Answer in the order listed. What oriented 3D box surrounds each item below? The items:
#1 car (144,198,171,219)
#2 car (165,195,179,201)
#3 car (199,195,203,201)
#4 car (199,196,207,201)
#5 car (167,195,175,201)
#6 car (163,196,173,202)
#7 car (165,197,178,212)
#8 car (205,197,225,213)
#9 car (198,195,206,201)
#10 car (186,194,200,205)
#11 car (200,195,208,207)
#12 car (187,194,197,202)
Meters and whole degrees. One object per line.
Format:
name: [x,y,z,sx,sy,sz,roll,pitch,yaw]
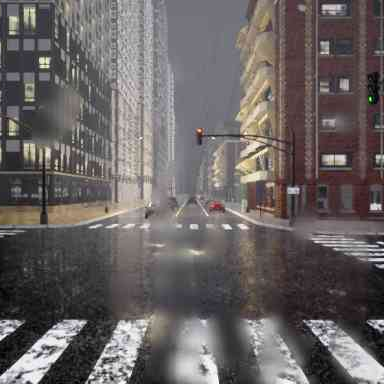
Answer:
car: [-3.120,1.553,29.519,2.033,1.411,5.357,0,0,-4]
car: [-3.057,1.521,49.954,1.837,1.490,4.892,0,0,0]
car: [2.688,1.571,55.818,2.008,1.369,4.403,0,0,0]
car: [2.684,1.626,84.061,1.802,1.307,4.206,0,0,0]
car: [-5.697,1.595,89.709,1.887,1.381,4.507,0,0,0]
car: [-5.695,1.589,78.412,2.008,1.369,4.403,0,0,0]
car: [-3.085,1.574,39.539,1.994,1.385,4.181,0,0,1]
car: [2.739,1.591,37.253,1.802,1.307,4.206,0,0,0]
car: [2.684,1.491,89.710,1.967,1.590,4.097,0,0,0]
car: [-0.003,1.548,59.851,1.812,1.442,4.674,0,0,0]
car: [2.688,1.567,50.170,2.008,1.369,4.403,0,0,0]
car: [-0.004,1.218,69.824,2.097,1.767,4.553,0,0,0]
